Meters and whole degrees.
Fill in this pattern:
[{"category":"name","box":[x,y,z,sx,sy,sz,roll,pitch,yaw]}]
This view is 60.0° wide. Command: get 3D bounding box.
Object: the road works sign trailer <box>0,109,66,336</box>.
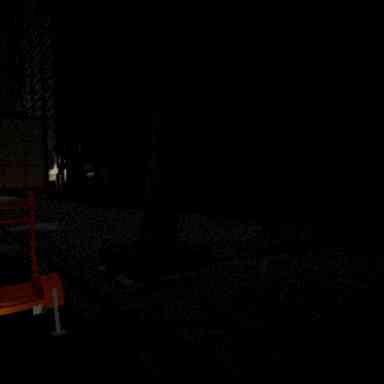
[{"category":"road works sign trailer","box":[-3.694,0.405,5.540,2.380,3.560,2.880,-2,2,-36]}]
